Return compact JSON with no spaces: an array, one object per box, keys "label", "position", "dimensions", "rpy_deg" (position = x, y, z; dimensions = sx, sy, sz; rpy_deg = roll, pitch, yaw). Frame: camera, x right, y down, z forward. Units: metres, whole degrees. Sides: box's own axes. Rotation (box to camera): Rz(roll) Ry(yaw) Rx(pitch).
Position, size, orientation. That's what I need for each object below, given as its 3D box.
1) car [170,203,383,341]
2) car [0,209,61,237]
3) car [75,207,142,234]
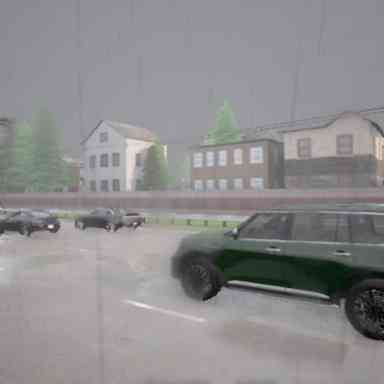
[{"label":"car","position":[2.148,1.244,6.760],"dimensions":[5.566,2.045,2.150],"rpy_deg":[-1,0,36]},{"label":"car","position":[-9.539,1.730,19.386],"dimensions":[4.674,1.442,1.812],"rpy_deg":[-1,0,35]},{"label":"car","position":[-5.278,1.666,20.662],"dimensions":[4.902,1.511,2.128],"rpy_deg":[-1,0,36]}]
